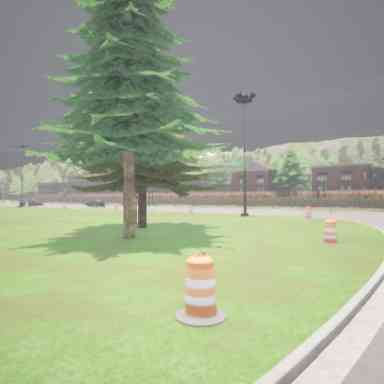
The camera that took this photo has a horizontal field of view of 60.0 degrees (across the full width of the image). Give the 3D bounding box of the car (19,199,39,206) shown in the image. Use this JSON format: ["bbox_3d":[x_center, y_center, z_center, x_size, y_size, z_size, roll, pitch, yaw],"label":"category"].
[{"bbox_3d":[-36.415,2.290,73.522,4.553,1.767,2.097,-1,-1,39],"label":"car"}]

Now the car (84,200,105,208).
[{"bbox_3d":[-18.714,2.224,63.788,4.892,1.490,1.837,-1,-1,39],"label":"car"}]

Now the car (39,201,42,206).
[{"bbox_3d":[-37.242,2.540,78.701,4.181,1.385,1.994,-1,-1,39],"label":"car"}]
